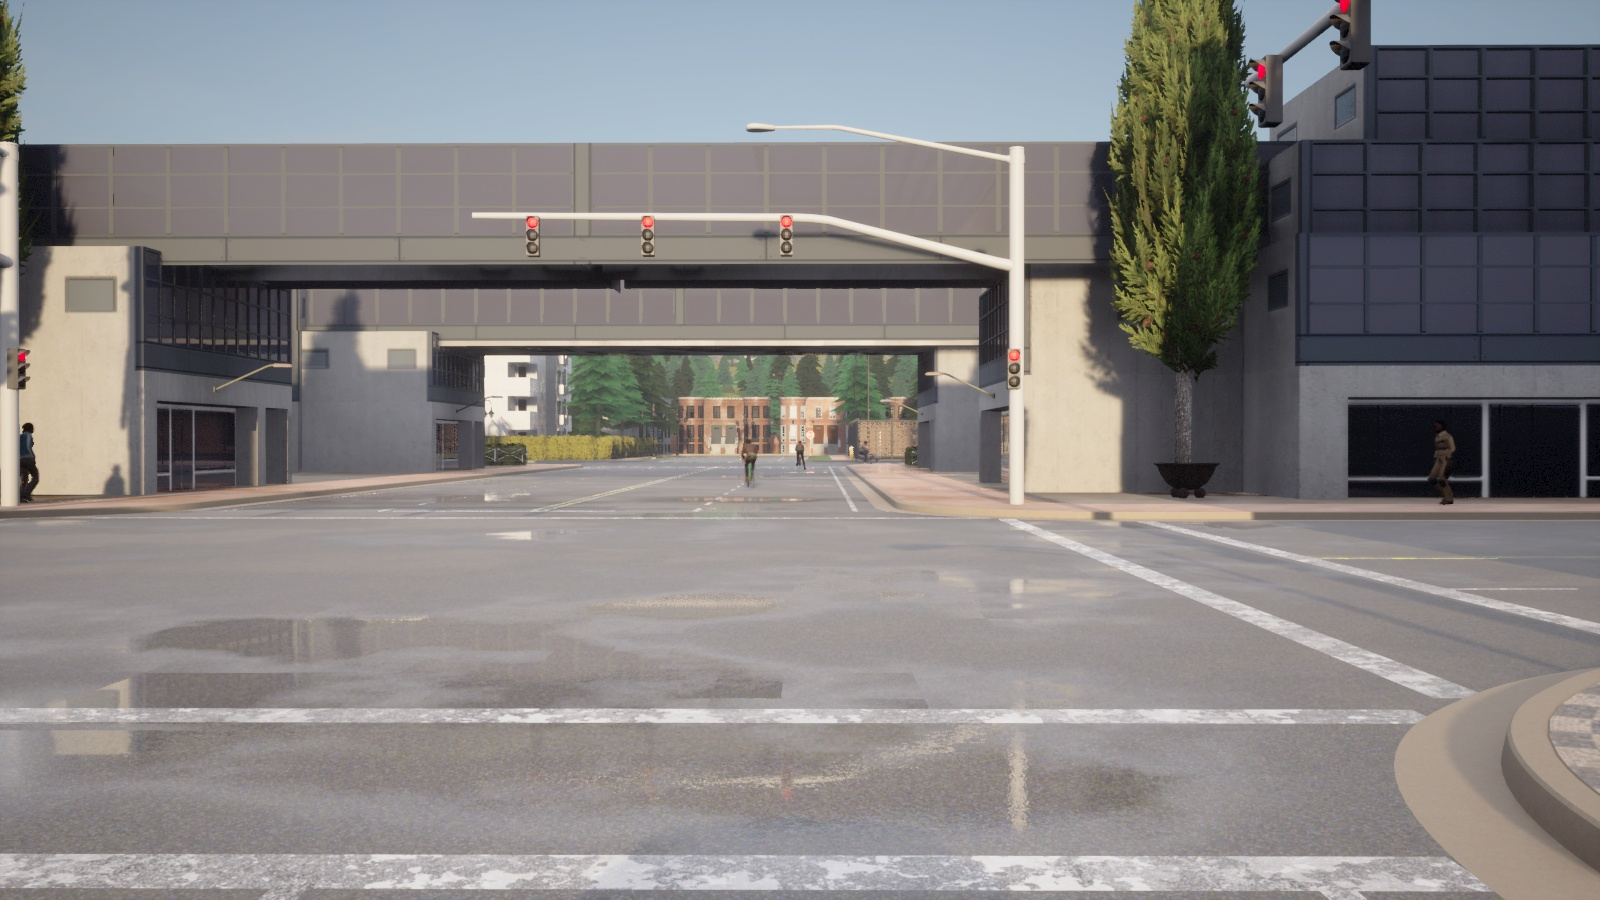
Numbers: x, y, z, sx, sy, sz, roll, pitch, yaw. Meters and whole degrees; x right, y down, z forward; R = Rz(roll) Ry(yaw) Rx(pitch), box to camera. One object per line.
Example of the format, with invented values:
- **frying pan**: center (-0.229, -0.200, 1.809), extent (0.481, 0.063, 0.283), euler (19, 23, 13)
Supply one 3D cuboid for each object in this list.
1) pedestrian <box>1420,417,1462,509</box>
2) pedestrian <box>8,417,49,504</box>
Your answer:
- **pedestrian**: center (13.598, 0.266, 26.638), extent (0.692, 1.930, 0.396), euler (0, 0, -2)
- **pedestrian**: center (-17.362, 0.231, 28.263), extent (0.396, 1.930, 0.692), euler (0, 0, 25)
